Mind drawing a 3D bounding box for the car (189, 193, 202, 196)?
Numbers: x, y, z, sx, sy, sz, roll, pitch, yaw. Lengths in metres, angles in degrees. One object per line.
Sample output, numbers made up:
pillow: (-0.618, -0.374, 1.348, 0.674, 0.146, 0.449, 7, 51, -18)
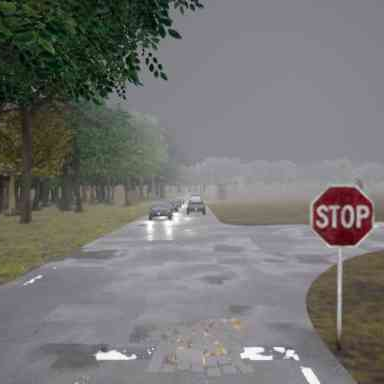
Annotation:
car: (0.642, 1.218, 61.390, 2.150, 2.045, 5.566, 0, 0, 0)

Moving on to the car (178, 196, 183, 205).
car: (-2.399, 1.539, 48.398, 2.033, 1.411, 5.357, 0, 0, 0)

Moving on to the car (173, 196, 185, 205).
car: (-2.286, 1.521, 58.438, 1.812, 1.442, 4.674, 0, 0, 1)

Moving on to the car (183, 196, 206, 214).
car: (0.421, 1.476, 34.905, 2.128, 1.511, 4.902, 0, 0, 0)

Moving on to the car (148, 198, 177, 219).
car: (-2.577, 1.489, 28.617, 1.837, 1.490, 4.892, 0, 0, 0)

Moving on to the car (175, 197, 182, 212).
car: (-2.485, 1.587, 38.499, 1.895, 1.301, 4.718, 0, 0, 1)
